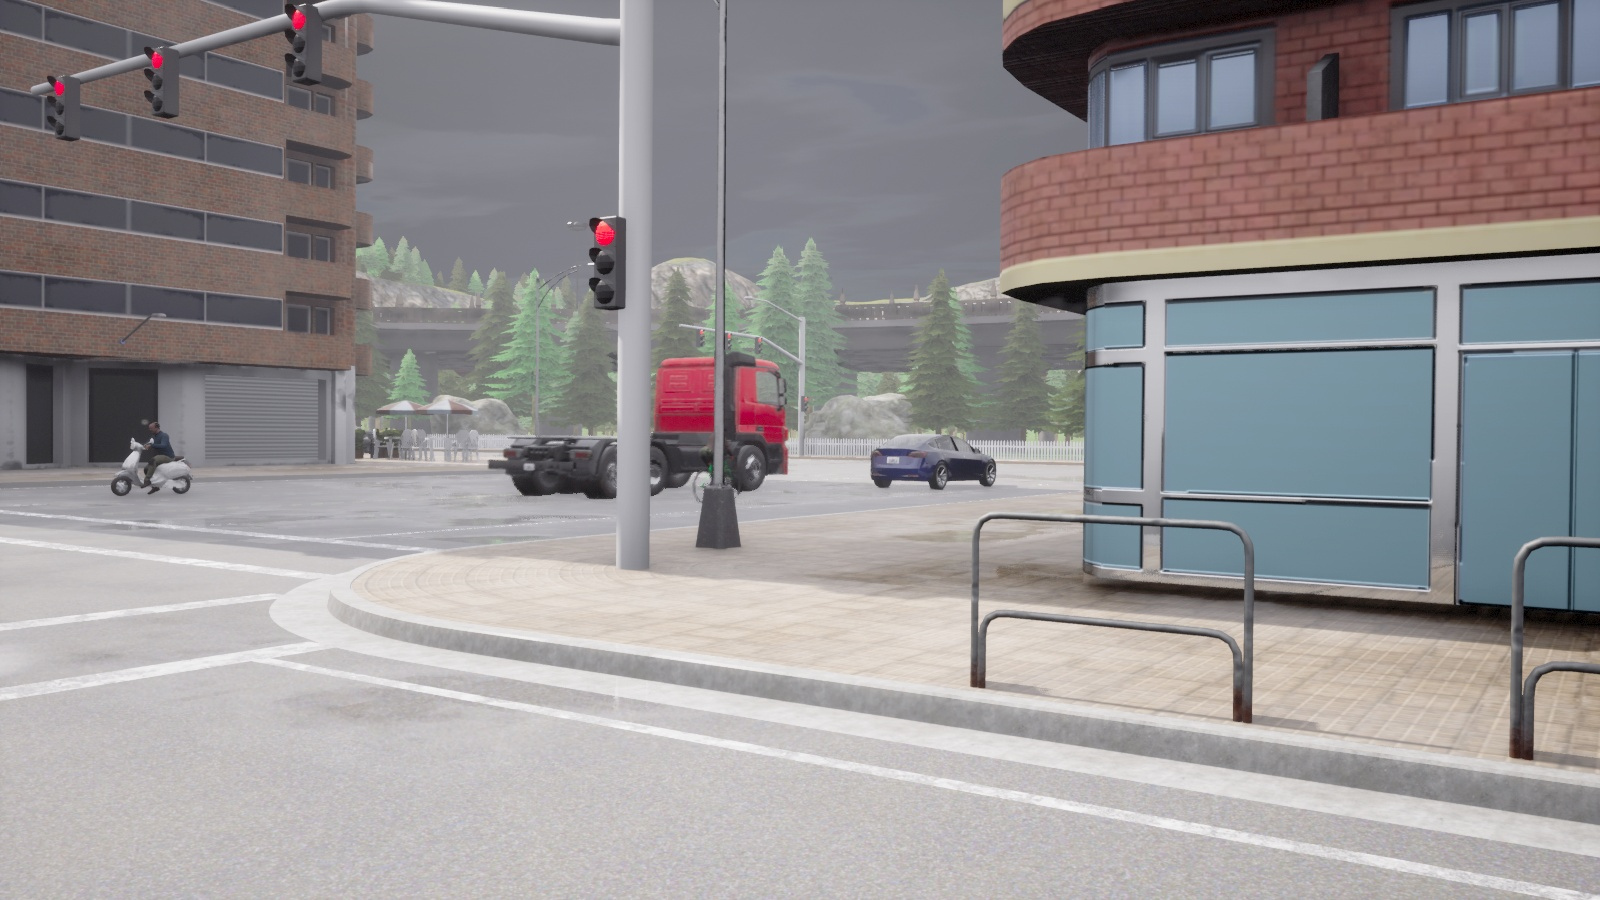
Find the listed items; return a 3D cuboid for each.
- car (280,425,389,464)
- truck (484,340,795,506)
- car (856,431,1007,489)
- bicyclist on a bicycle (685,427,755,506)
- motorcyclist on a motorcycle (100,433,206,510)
[{"bbox_3d":[-25.432,-0.312,68.625,5.566,2.045,2.150,0,1,22],"label":"car"},{"bbox_3d":[-3.555,-0.631,30.241,2.891,3.462,7.936,0,1,34],"label":"truck"},{"bbox_3d":[3.731,0.222,34.811,2.163,1.488,4.792,0,1,34],"label":"car"},{"bbox_3d":[-1.695,0.335,26.733,0.582,1.620,1.656,0,1,34],"label":"bicyclist on a bicycle"},{"bbox_3d":[-14.009,0.440,27.231,0.866,1.590,1.817,0,1,34],"label":"motorcyclist on a motorcycle"}]
